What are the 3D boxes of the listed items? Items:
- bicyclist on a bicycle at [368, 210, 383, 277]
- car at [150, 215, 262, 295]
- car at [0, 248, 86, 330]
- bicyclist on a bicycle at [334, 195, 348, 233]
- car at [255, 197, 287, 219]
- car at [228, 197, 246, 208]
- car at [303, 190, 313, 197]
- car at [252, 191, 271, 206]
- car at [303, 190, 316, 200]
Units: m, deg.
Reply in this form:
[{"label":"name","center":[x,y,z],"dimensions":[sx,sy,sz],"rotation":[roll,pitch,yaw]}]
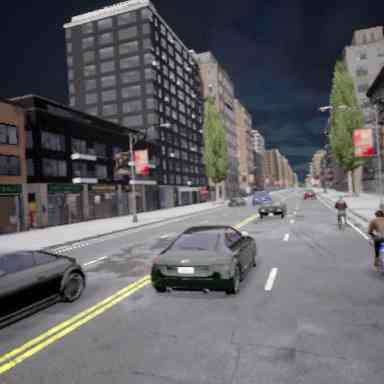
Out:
[{"label":"bicyclist on a bicycle","center":[4.300,1.230,7.490],"dimensions":[0.582,1.620,1.656],"rotation":[-4,-1,19]},{"label":"car","center":[0.515,1.579,8.876],"dimensions":[1.994,1.385,4.181],"rotation":[-4,0,19]},{"label":"car","center":[-3.964,1.839,6.374],"dimensions":[1.994,1.385,4.181],"rotation":[-4,0,19]},{"label":"bicyclist on a bicycle","center":[7.185,1.016,16.032],"dimensions":[0.659,1.776,1.843],"rotation":[-4,0,19]},{"label":"car","center":[6.545,1.340,26.699],"dimensions":[1.895,1.301,4.718],"rotation":[-4,0,19]},{"label":"car","center":[6.428,1.411,47.124],"dimensions":[1.994,1.385,4.181],"rotation":[-4,0,19]},{"label":"car","center":[25.562,0.353,73.137],"dimensions":[1.994,1.385,4.181],"rotation":[-4,0,19]},{"label":"car","center":[9.981,0.852,47.564],"dimensions":[2.150,2.045,5.566],"rotation":[-4,0,19]},{"label":"car","center":[20.913,0.371,59.134],"dimensions":[2.097,1.767,4.553],"rotation":[-4,0,19]}]
